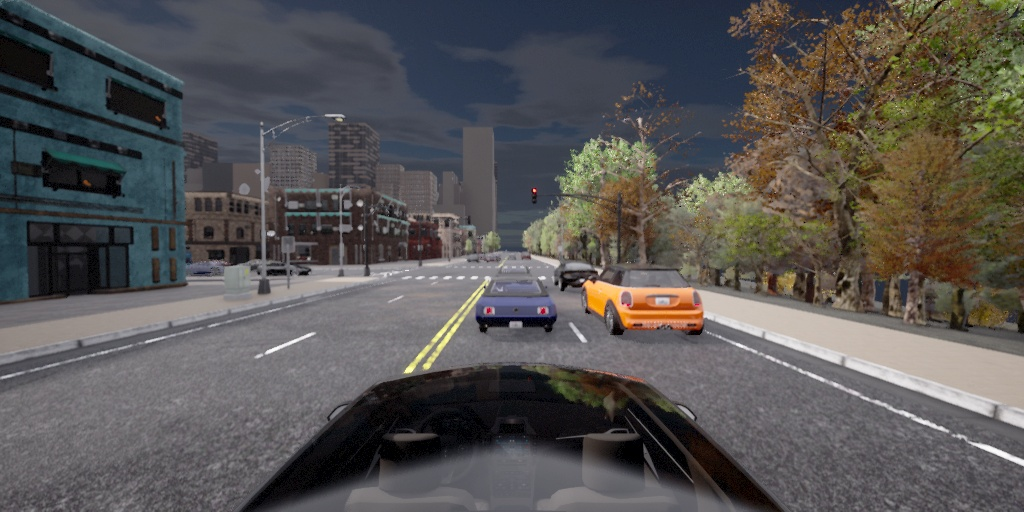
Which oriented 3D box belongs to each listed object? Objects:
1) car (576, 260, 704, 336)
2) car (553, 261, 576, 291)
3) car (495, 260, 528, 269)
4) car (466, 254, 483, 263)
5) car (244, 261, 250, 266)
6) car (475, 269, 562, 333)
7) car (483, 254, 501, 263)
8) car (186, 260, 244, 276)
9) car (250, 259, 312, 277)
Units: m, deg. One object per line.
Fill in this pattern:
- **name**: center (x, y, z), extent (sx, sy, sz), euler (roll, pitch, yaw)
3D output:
- **car**: center (3.347, 0.988, 10.094), extent (2.097, 1.767, 4.553), euler (0, 1, 0)
- **car**: center (3.351, 0.984, 19.390), extent (1.882, 1.535, 5.008), euler (0, 1, 1)
- **car**: center (0.102, 1.105, 19.548), extent (1.895, 1.301, 4.718), euler (0, 1, 0)
- **car**: center (-6.554, 0.434, 60.766), extent (1.837, 1.490, 4.892), euler (0, 1, 0)
- **car**: center (-28.278, 1.035, 40.019), extent (4.403, 1.370, 2.007), euler (0, 0, 0)
- **car**: center (0.100, 1.232, 10.294), extent (1.895, 1.301, 4.718), euler (0, 1, 0)
- **car**: center (-3.306, 0.494, 60.759), extent (1.994, 1.385, 4.181), euler (0, 1, 0)
- **car**: center (-28.703, 1.191, 34.217), extent (4.181, 1.385, 1.994), euler (-1, 1, 0)
- **car**: center (-19.946, 1.156, 31.507), extent (4.313, 1.339, 1.948), euler (0, 0, 0)
